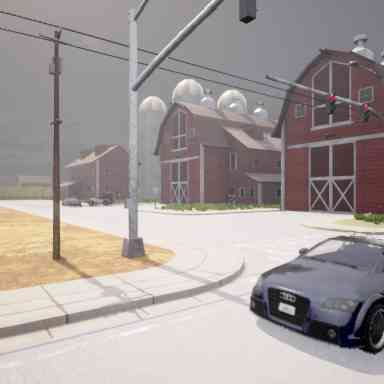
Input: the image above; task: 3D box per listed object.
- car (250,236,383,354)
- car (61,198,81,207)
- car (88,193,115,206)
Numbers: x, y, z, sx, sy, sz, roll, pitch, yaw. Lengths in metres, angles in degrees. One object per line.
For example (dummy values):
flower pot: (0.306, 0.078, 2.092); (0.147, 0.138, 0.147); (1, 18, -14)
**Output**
car: (3.050, 1.558, 6.152); (4.181, 1.385, 1.994); (0, 0, -35)
car: (-18.076, 1.525, 49.619); (1.994, 1.385, 4.181); (0, -1, -36)
car: (-13.758, 1.118, 50.620); (3.866, 1.878, 1.905); (-2, 5, 11)
